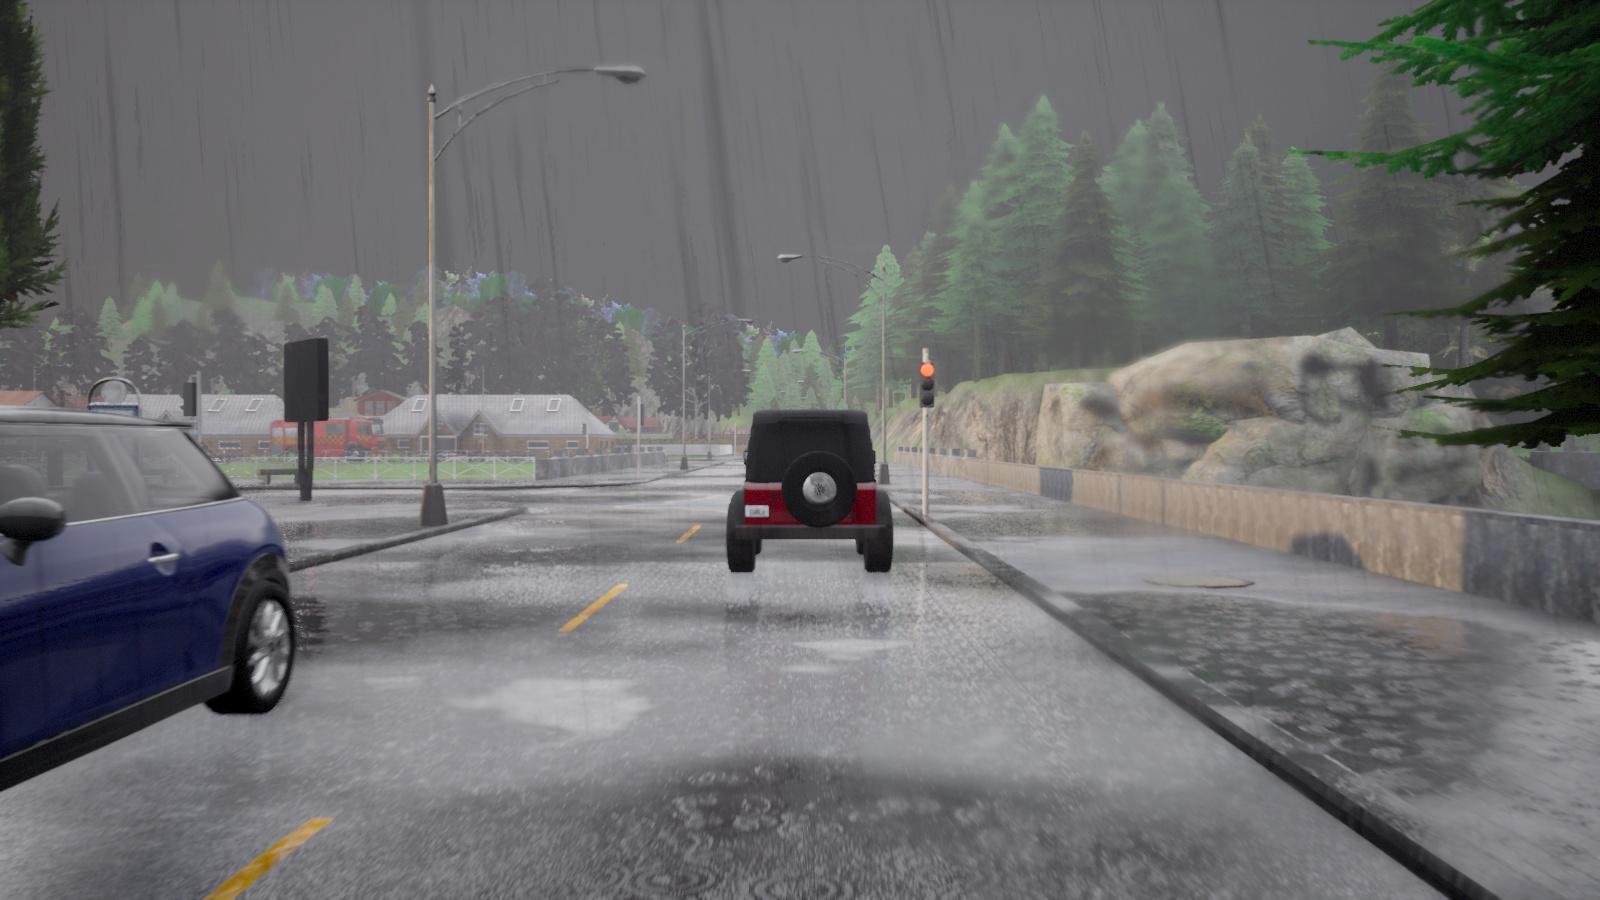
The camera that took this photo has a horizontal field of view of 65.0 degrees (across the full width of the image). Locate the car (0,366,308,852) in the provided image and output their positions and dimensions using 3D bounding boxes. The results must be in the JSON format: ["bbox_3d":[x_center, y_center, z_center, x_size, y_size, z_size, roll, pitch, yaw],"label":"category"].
[{"bbox_3d":[-3.954,0.573,5.111,2.097,1.767,4.553,0,0,0],"label":"car"}]

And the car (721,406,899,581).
[{"bbox_3d":[0.116,0.456,15.380,1.905,1.878,3.866,0,0,0],"label":"car"}]
